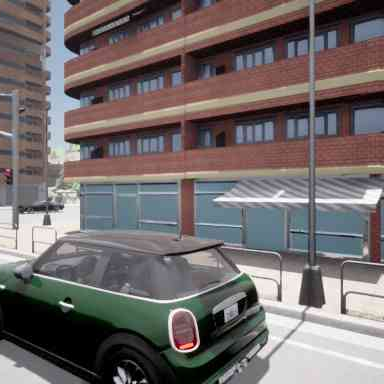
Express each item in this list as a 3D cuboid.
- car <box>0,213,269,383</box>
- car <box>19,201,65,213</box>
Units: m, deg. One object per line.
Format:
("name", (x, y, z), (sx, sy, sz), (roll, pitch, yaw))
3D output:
("car", (-1.295, 1.352, 4.918), (4.553, 1.767, 2.097), (0, 0, 36))
("car", (-16.291, 1.601, 35.728), (1.895, 1.301, 4.718), (0, 0, 36))
